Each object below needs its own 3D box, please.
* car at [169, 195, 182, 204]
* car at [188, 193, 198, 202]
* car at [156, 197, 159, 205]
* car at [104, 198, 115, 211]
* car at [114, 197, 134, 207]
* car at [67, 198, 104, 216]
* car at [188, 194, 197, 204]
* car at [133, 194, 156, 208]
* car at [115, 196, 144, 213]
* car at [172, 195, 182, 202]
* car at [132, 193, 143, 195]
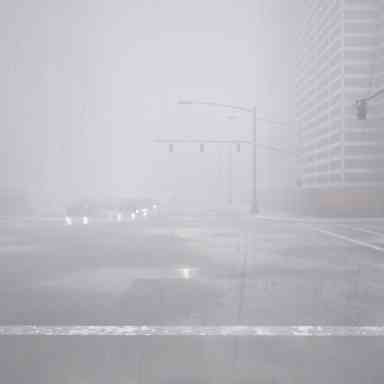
[{"bbox_3d":[-3.373,1.491,64.088,2.128,1.511,4.902,0,0,0],"label":"car"},{"bbox_3d":[0.148,1.184,74.335,2.097,1.767,4.553,0,0,0],"label":"car"},{"bbox_3d":[-6.963,1.601,58.505,1.895,1.301,4.718,0,0,0],"label":"car"},{"bbox_3d":[-10.514,1.477,41.848,1.882,1.535,5.008,0,0,0],"label":"car"},{"bbox_3d":[-10.492,1.547,51.759,2.033,1.411,5.357,0,0,0],"label":"car"},{"bbox_3d":[-10.572,1.352,32.716,2.097,1.767,4.553,0,0,1],"label":"car"},{"bbox_3d":[0.127,1.547,64.081,2.033,1.411,5.357,0,0,0],"label":"car"},{"bbox_3d":[-7.001,1.491,48.181,2.128,1.511,4.902,0,0,0],"label":"car"},{"bbox_3d":[-7.024,1.505,37.830,1.837,1.490,4.892,0,0,0],"label":"car"},{"bbox_3d":[-3.352,1.354,74.372,2.128,1.511,4.902,0,0,0],"label":"car"},{"bbox_3d":[-10.432,1.477,62.040,1.882,1.535,5.008,0,0,0],"label":"car"}]
